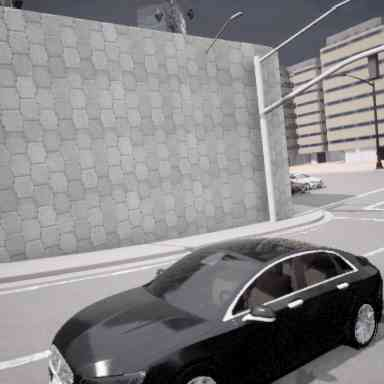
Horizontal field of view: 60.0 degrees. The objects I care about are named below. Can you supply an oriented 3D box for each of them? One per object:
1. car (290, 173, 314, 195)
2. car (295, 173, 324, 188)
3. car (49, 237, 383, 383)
[{"bbox_3d":[7.356,-0.456,27.853,1.812,1.442,4.674,-10,6,-35],"label":"car"},{"bbox_3d":[9.709,-0.971,30.494,1.812,1.442,4.674,-10,6,-35],"label":"car"},{"bbox_3d":[0.712,1.466,4.485,4.892,1.490,1.837,-2,1,-35],"label":"car"}]
